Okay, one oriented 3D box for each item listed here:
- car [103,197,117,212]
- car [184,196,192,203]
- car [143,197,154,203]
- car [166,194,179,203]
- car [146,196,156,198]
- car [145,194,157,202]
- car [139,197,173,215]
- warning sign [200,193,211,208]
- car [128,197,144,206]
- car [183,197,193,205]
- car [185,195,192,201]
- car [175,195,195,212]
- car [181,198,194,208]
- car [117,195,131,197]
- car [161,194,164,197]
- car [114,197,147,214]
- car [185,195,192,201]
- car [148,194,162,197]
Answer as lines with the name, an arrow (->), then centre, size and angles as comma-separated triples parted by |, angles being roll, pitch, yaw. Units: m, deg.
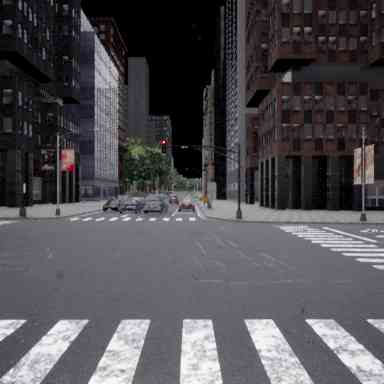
car -> -9.124, 1.569, 38.944 | 1.947, 1.339, 4.313 | 0, 0, 0
car -> -0.804, 1.604, 71.714 | 1.752, 1.417, 4.829 | 0, 0, 0
car -> -9.328, 1.660, 71.499 | 1.802, 1.307, 4.206 | 0, 0, 0
car -> -3.408, 1.581, 62.639 | 1.812, 1.442, 4.674 | 0, 0, 0
car -> -6.506, 1.581, 45.378 | 1.994, 1.385, 4.181 | 0, 0, -1
car -> -9.363, 1.408, 76.926 | 2.192, 1.841, 5.009 | 0, 0, 0
car -> -3.576, 1.541, 34.160 | 2.033, 1.411, 5.357 | 0, 0, 5
warning sign -> 1.689, 1.127, 42.680 | 1.300, 1.860, 1.060 | 0, 0, 0
car -> -9.225, 1.563, 55.052 | 1.752, 1.417, 4.829 | 0, 0, 0
car -> -0.735, 1.596, 60.694 | 1.887, 1.381, 4.507 | 0, 0, 0
car -> -0.905, 1.564, 87.819 | 1.967, 1.590, 4.097 | 0, 0, 0
car -> -0.600, 1.444, 38.995 | 1.967, 1.590, 4.097 | 0, 0, 0
car -> -0.667, 1.608, 49.844 | 1.802, 1.307, 4.206 | 0, 0, 0
car -> -9.159, 1.330, 44.370 | 2.192, 1.841, 5.009 | 0, 0, 0
car -> -9.431, 1.438, 87.778 | 2.192, 1.841, 5.009 | 0, 0, 0
car -> -6.446, 1.544, 35.424 | 2.033, 1.411, 5.357 | 0, 0, -1
car -> -0.940, 1.684, 93.243 | 1.887, 1.381, 4.507 | 0, 0, 0
car -> -6.549, 1.544, 55.571 | 1.837, 1.490, 4.892 | 0, 0, 0
